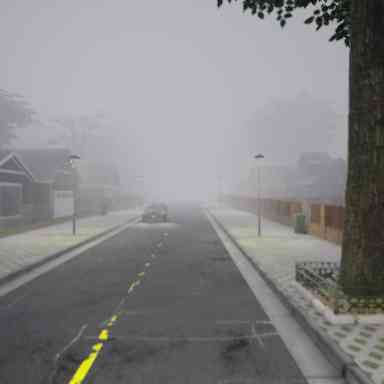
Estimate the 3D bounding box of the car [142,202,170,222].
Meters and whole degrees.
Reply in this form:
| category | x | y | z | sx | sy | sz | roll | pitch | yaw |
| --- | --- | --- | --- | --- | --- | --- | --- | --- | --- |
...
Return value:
| category | x | y | z | sx | sy | sz | roll | pitch | yaw |
| --- | --- | --- | --- | --- | --- | --- | --- | --- | --- |
| car | -2.779 | 1.536 | 26.336 | 1.812 | 1.442 | 4.674 | 0 | 0 | 0 |
